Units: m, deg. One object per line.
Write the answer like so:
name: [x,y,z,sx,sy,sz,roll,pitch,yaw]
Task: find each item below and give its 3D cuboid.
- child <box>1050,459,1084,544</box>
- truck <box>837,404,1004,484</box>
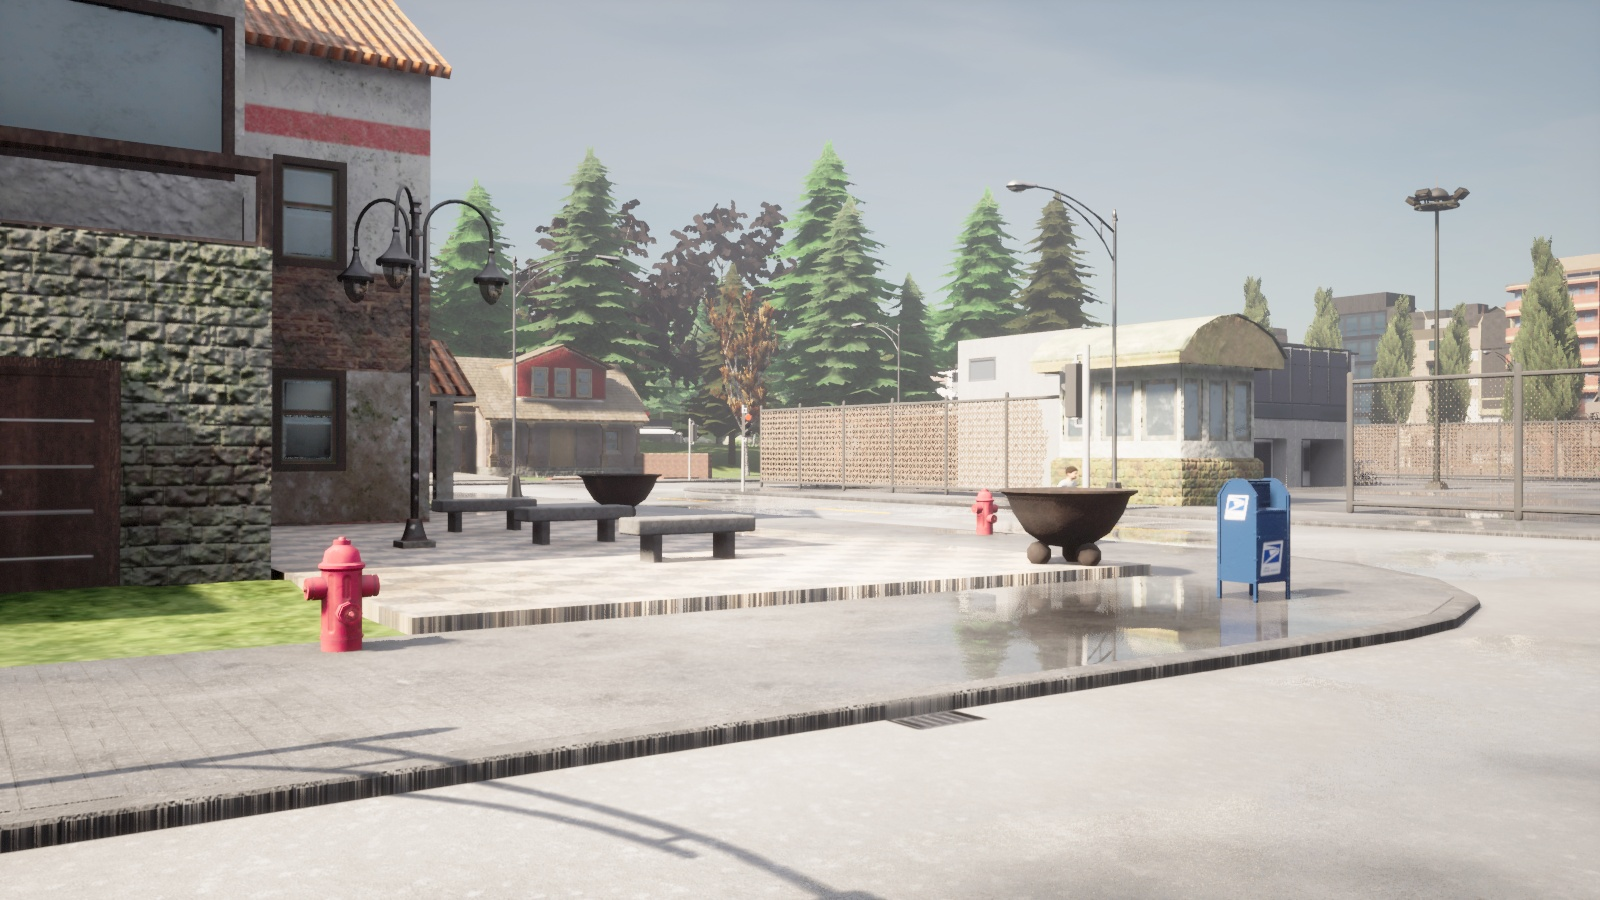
child: [4.023,0.772,18.947,0.437,1.263,0.270,0,0,30]
truck: [6.170,-0.278,63.436,8.468,3.827,2.891,0,0,-34]
